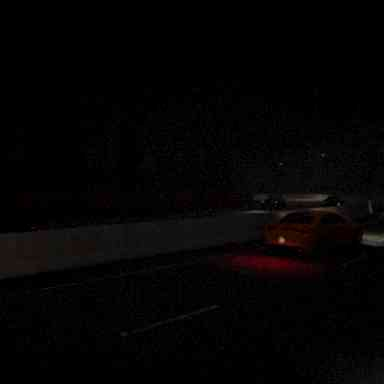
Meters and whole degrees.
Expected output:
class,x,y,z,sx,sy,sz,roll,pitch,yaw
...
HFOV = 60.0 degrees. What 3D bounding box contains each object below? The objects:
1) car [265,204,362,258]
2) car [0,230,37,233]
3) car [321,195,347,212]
class,x,y,z,sx,sy,sz,roll,pitch,yaw
car,4.800,1.437,12.782,5.008,1.535,1.882,-1,0,-43
car,-9.628,1.660,14.249,5.357,1.411,2.033,-1,0,-37
car,16.302,1.267,38.097,2.097,1.767,4.553,-1,0,31
